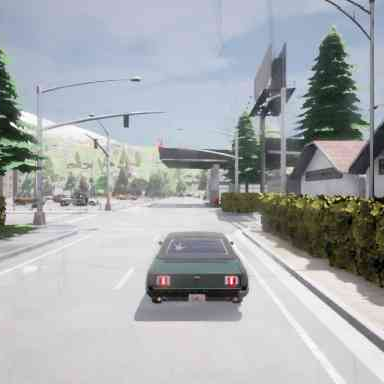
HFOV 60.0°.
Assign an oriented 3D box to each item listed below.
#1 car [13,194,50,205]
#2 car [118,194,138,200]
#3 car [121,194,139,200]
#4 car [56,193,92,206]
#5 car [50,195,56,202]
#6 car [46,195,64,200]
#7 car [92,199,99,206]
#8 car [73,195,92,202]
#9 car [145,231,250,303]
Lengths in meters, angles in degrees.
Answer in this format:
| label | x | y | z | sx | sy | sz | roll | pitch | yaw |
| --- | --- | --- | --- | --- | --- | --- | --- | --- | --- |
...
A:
| label | x | y | z | sx | sy | sz | roll | pitch | yaw |
| --- | --- | --- | --- | --- | --- | --- | --- | --- | --- |
| car | -24.628 | 1.097 | 50.565 | 4.605 | 1.855 | 1.932 | 0 | 0 | 0 |
| car | -16.380 | 1.330 | 84.904 | 5.027 | 1.636 | 2.152 | 0 | 0 | 0 |
| car | -16.449 | 1.339 | 88.040 | 4.514 | 1.523 | 2.007 | 0 | 0 | 0 |
| car | -16.743 | 1.077 | 47.319 | 3.866 | 1.878 | 1.905 | 0 | 0 | 0 |
| car | -23.982 | 1.298 | 63.025 | 4.514 | 1.523 | 2.007 | 0 | 0 | 0 |
| car | -35.046 | 1.384 | 84.953 | 3.806 | 1.475 | 1.970 | 0 | 0 | 0 |
| car | -16.149 | 1.361 | 50.647 | 3.806 | 1.475 | 1.970 | 0 | 0 | 0 |
| car | -23.992 | 1.319 | 73.018 | 3.633 | 1.501 | 1.845 | 0 | 0 | 0 |
| car | 0.100 | 1.601 | 8.130 | 1.895 | 1.301 | 4.718 | 0 | 0 | 0 |
